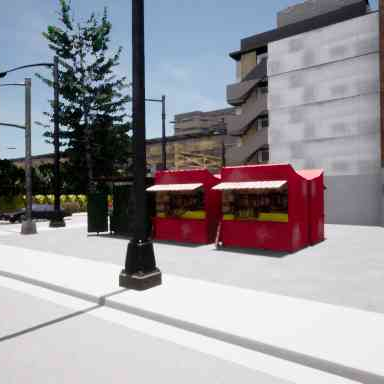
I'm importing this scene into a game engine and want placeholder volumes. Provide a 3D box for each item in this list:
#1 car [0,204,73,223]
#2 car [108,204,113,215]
[{"bbox_3d":[-12.420,1.686,26.929,2.033,1.411,5.357,-1,-1,36],"label":"car"},{"bbox_3d":[-6.889,1.489,34.575,2.097,1.767,4.553,-1,-1,36],"label":"car"}]
